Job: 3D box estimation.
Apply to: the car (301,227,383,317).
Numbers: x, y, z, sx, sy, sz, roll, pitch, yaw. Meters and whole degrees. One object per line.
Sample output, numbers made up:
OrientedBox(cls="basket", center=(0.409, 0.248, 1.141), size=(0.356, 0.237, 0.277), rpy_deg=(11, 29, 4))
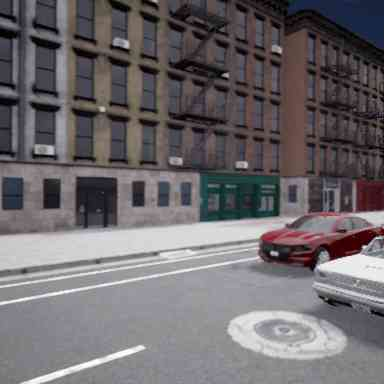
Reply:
OrientedBox(cls="car", center=(4.494, 1.564, 6.727), size=(4.718, 1.301, 1.895), rpy_deg=(0, 1, -37))

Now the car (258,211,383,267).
OrientedBox(cls="car", center=(4.247, 1.415, 10.617), size=(5.008, 1.535, 1.882), rpy_deg=(0, 0, -37))
